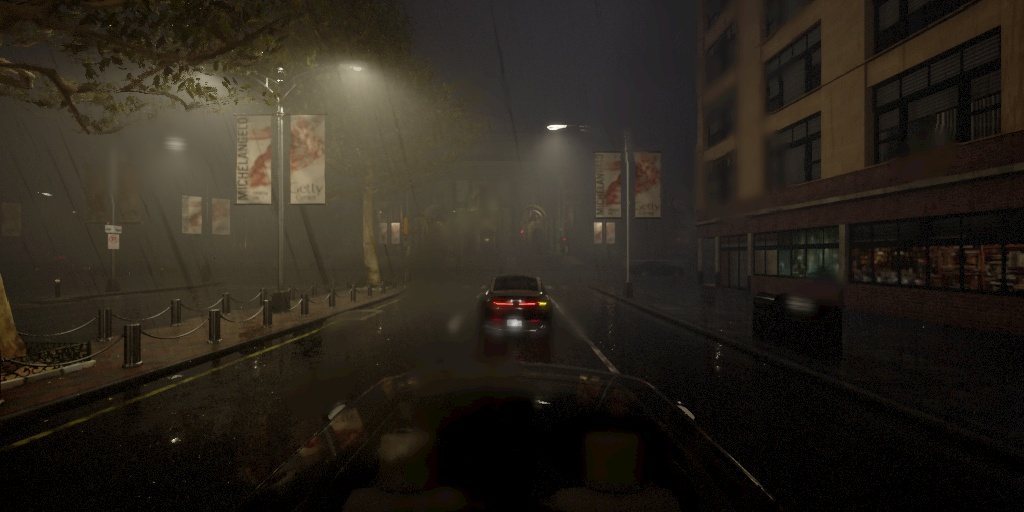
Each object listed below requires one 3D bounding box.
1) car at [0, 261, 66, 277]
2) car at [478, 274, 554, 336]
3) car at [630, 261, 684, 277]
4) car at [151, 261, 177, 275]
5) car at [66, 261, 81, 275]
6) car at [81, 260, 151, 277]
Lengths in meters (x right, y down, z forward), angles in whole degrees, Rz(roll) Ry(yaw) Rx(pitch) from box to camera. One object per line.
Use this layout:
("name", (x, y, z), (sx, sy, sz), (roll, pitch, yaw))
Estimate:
("car", (-47.267, 1.255, 34.907), (4.892, 1.490, 1.837), (0, 0, -1))
("car", (0.122, 1.255, 10.365), (1.837, 1.490, 4.892), (0, 0, 1))
("car", (13.752, 1.227, 34.275), (5.008, 1.535, 1.882), (0, 0, 1))
("car", (-38.903, 1.228, 38.383), (5.008, 1.535, 1.882), (0, 0, 0))
("car", (-48.153, 1.241, 38.414), (4.902, 1.511, 2.128), (0, 0, 0))
("car", (-38.407, 1.314, 34.877), (4.181, 1.385, 1.994), (0, 0, 0))
